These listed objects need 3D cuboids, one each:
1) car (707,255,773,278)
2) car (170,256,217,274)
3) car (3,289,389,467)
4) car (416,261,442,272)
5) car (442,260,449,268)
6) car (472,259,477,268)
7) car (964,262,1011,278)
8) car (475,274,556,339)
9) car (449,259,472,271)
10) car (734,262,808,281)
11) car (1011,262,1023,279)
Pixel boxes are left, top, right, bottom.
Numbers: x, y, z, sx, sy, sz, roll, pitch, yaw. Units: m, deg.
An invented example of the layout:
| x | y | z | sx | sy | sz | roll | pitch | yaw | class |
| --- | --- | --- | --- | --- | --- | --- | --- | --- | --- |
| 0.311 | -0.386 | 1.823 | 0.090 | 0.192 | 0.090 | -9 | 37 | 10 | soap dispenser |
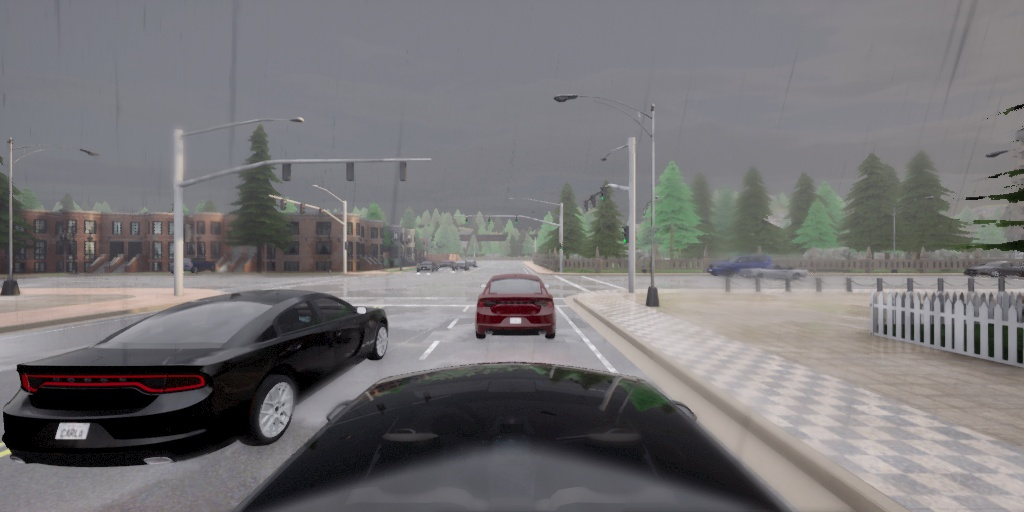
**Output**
| x | y | z | sx | sy | sz | roll | pitch | yaw | class |
| --- | --- | --- | --- | --- | --- | --- | --- | --- | --- |
| 21.305 | 0.970 | 33.353 | 5.566 | 2.045 | 2.150 | 0 | 0 | 0 | car |
| -33.679 | 0.922 | 38.084 | 2.097 | 1.767 | 4.553 | 0 | 0 | -11 | car |
| -3.436 | 1.228 | 5.299 | 1.882 | 1.535 | 5.008 | 0 | 0 | 1 | car |
| -10.517 | 1.313 | 44.835 | 1.994 | 1.385 | 4.181 | 0 | 0 | 0 | car |
| -10.488 | 1.312 | 57.383 | 1.994 | 1.385 | 4.181 | 0 | 0 | 0 | car |
| -6.963 | 1.274 | 60.268 | 1.812 | 1.442 | 4.674 | 0 | 0 | 0 | car |
| 45.067 | 1.257 | 33.219 | 4.892 | 1.490 | 1.837 | 1 | 0 | 1 | car |
| 0.090 | 1.227 | 10.107 | 1.882 | 1.535 | 5.008 | 0 | 0 | 0 | car |
| -6.997 | 1.275 | 49.449 | 1.812 | 1.442 | 4.674 | 0 | 0 | 0 | car |
| 21.638 | 1.350 | 29.852 | 4.718 | 1.301 | 1.895 | 0 | 0 | 0 | car |
| 45.372 | 1.101 | 29.715 | 4.553 | 1.767 | 2.097 | 0 | 0 | 1 | car |
